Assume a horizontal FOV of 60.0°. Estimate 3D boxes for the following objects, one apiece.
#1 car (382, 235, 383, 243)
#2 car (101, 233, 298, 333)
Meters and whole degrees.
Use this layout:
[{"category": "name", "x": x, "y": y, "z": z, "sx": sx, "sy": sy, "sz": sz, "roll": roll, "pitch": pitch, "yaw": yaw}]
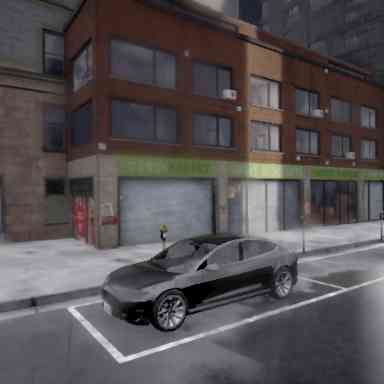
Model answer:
[{"category": "car", "x": 9.321, "y": 1.519, "z": 13.192, "sx": 4.829, "sy": 1.417, "sz": 1.752, "roll": 0, "pitch": -1, "yaw": -35}, {"category": "car", "x": 0.365, "y": 1.564, "z": 6.803, "sx": 4.313, "sy": 1.339, "sz": 1.947, "roll": 0, "pitch": -1, "yaw": -35}]
